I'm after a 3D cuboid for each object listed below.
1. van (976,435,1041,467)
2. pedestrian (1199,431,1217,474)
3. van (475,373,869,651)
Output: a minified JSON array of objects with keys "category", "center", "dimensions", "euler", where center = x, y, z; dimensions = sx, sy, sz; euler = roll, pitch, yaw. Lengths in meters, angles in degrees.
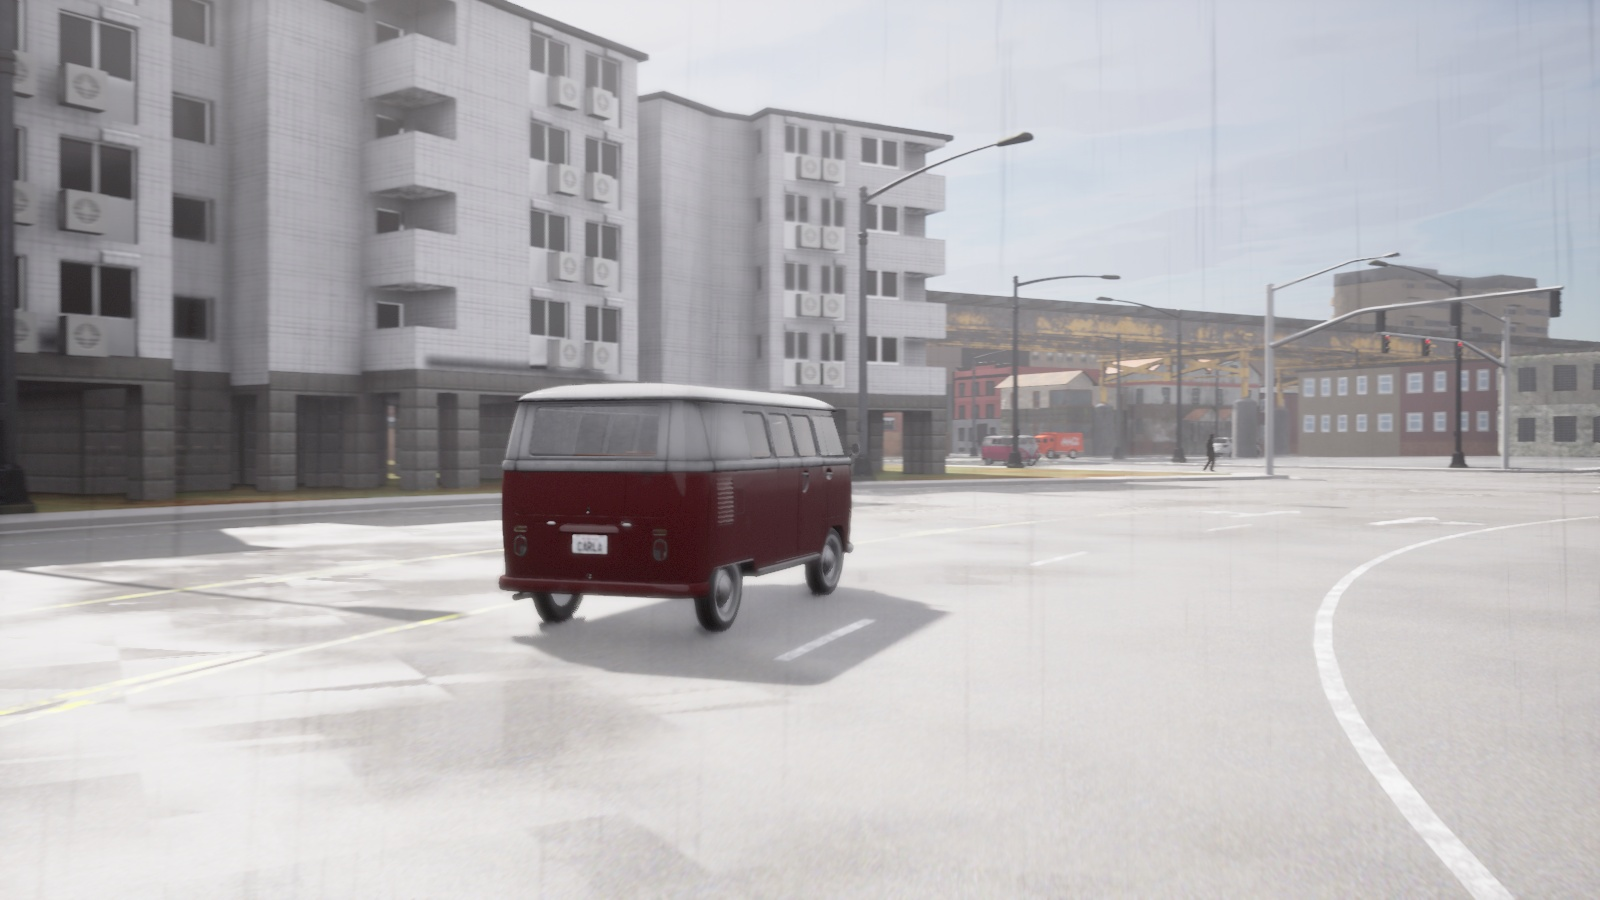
[{"category":"van","center":[13.352,0.071,80.653],"dimensions":[1.775,1.987,4.442],"euler":[0,0,-28]},{"category":"pedestrian","center":[18.744,0.117,57.708],"dimensions":[0.395,1.930,0.692],"euler":[0,0,-32]},{"category":"van","center":[-0.877,0.433,11.362],"dimensions":[1.775,1.987,4.442],"euler":[0,0,20]}]
